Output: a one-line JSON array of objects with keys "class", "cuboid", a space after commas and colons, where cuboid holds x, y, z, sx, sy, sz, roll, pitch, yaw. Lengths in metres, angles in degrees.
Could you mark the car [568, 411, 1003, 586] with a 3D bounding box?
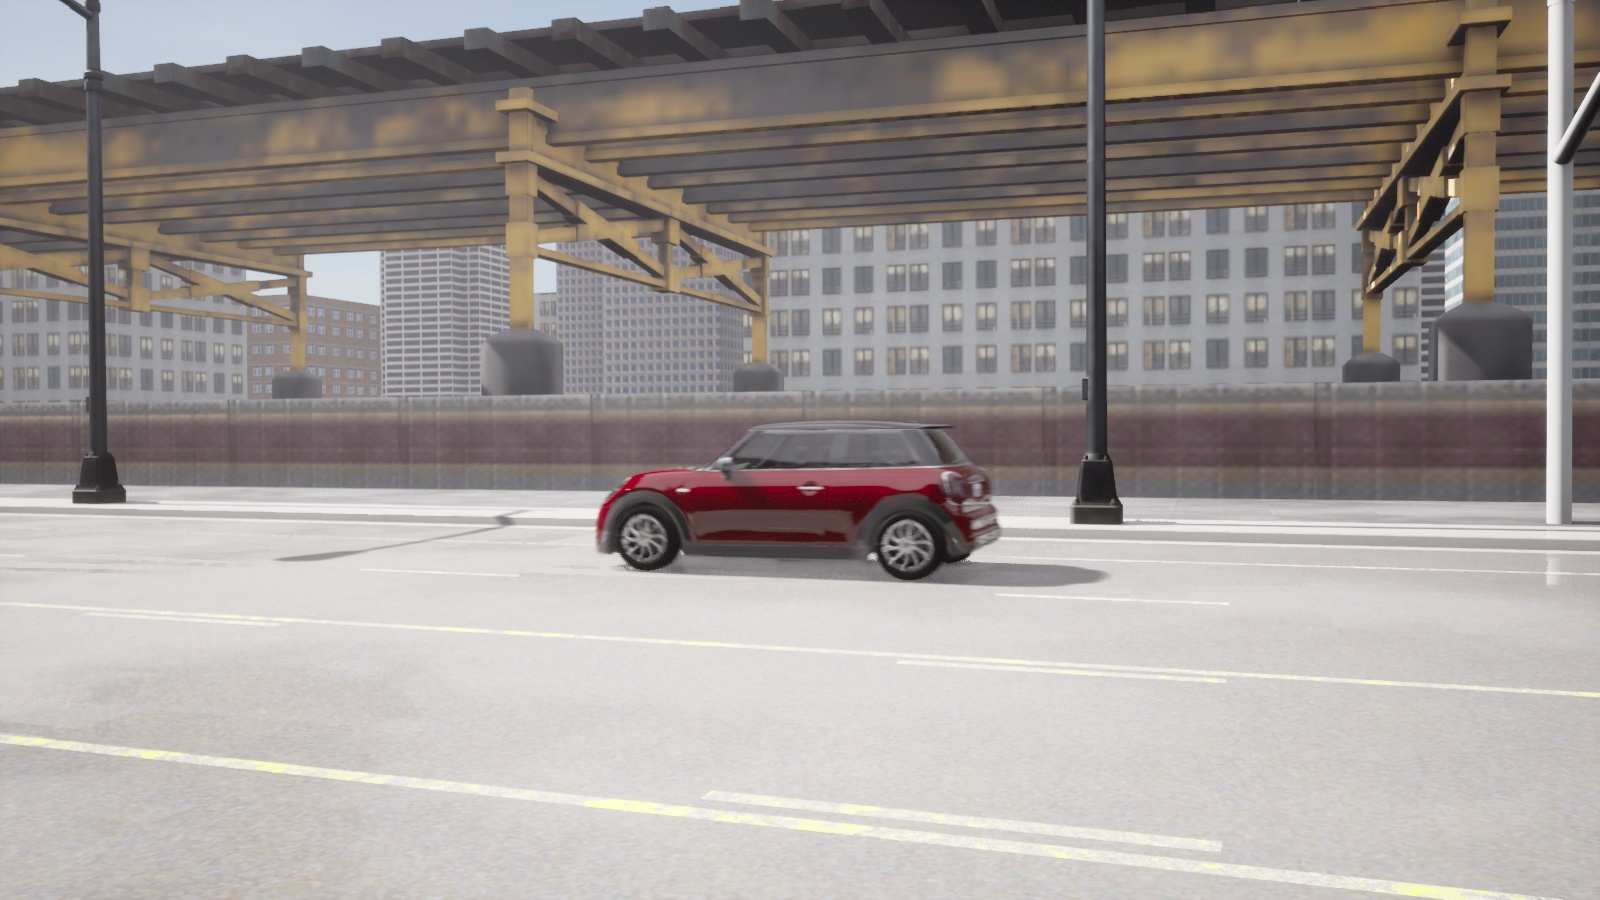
[{"class": "car", "cuboid": [-0.135, 0.459, 14.442, 4.553, 1.767, 2.097, 0, 1, 20]}]
